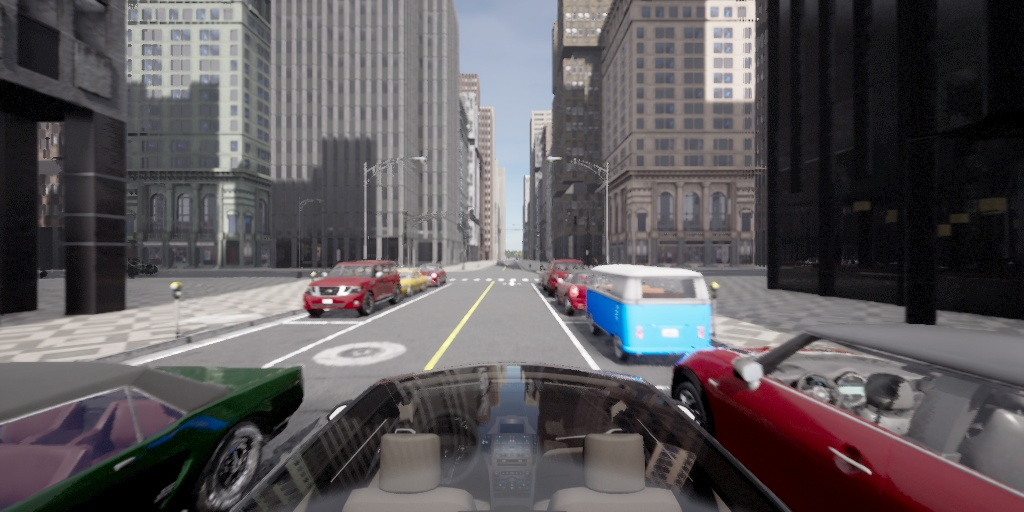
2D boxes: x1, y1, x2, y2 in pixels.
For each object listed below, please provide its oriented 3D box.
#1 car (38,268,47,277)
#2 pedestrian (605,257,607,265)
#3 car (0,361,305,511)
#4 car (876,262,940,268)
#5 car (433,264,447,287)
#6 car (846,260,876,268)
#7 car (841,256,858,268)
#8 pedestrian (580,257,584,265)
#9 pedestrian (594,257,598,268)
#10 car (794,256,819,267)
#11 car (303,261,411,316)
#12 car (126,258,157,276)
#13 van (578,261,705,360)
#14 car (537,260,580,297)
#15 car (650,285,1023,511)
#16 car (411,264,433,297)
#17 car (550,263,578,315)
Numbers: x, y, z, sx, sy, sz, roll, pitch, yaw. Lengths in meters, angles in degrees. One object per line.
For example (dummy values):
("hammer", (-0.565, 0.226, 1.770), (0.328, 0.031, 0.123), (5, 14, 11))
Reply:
("car", (-51.438, 1.512, 37.166), (4.902, 1.511, 2.128), (0, 0, 0))
("pedestrian", (8.135, 0.993, 30.991), (0.375, 1.860, 0.375), (0, 0, 0))
("car", (-3.100, 1.350, 1.524), (1.895, 1.301, 4.718), (0, 0, 0))
("car", (41.394, 1.272, 37.110), (4.892, 1.490, 1.837), (-1, 0, 0))
("car", (-5.763, 1.260, 24.909), (1.967, 1.591, 4.097), (0, 0, 0))
("car", (41.112, 1.364, 40.364), (4.718, 1.301, 1.895), (0, 0, 0))
("car", (41.242, 1.111, 43.688), (4.553, 1.767, 2.097), (0, 0, 0))
("pedestrian", (6.135, 0.987, 31.591), (0.375, 1.860, 0.375), (0, 0, 0))
("pedestrian", (7.128, 0.984, 30.391), (0.375, 1.860, 0.375), (0, 0, 0))
("car", (40.219, 0.980, 46.929), (5.566, 2.045, 2.150), (0, 0, 1))
("car", (-5.763, 1.101, 13.704), (2.192, 1.841, 5.009), (0, 0, 0))
("car", (-43.426, 1.215, 40.357), (5.566, 2.045, 2.150), (0, 0, 0))
("van", (2.763, 1.110, 8.104), (1.690, 1.789, 3.998), (0, 0, 0))
("car", (2.763, 1.118, 19.308), (2.192, 1.841, 5.009), (0, 0, 0))
("car", (2.763, 1.192, 2.502), (1.967, 1.591, 4.097), (0, 0, 0))
("car", (-5.763, 1.328, 19.137), (1.751, 1.417, 4.829), (0, 0, 0))
("car", (2.763, 1.226, 13.706), (1.967, 1.591, 4.097), (0, 0, 0))
